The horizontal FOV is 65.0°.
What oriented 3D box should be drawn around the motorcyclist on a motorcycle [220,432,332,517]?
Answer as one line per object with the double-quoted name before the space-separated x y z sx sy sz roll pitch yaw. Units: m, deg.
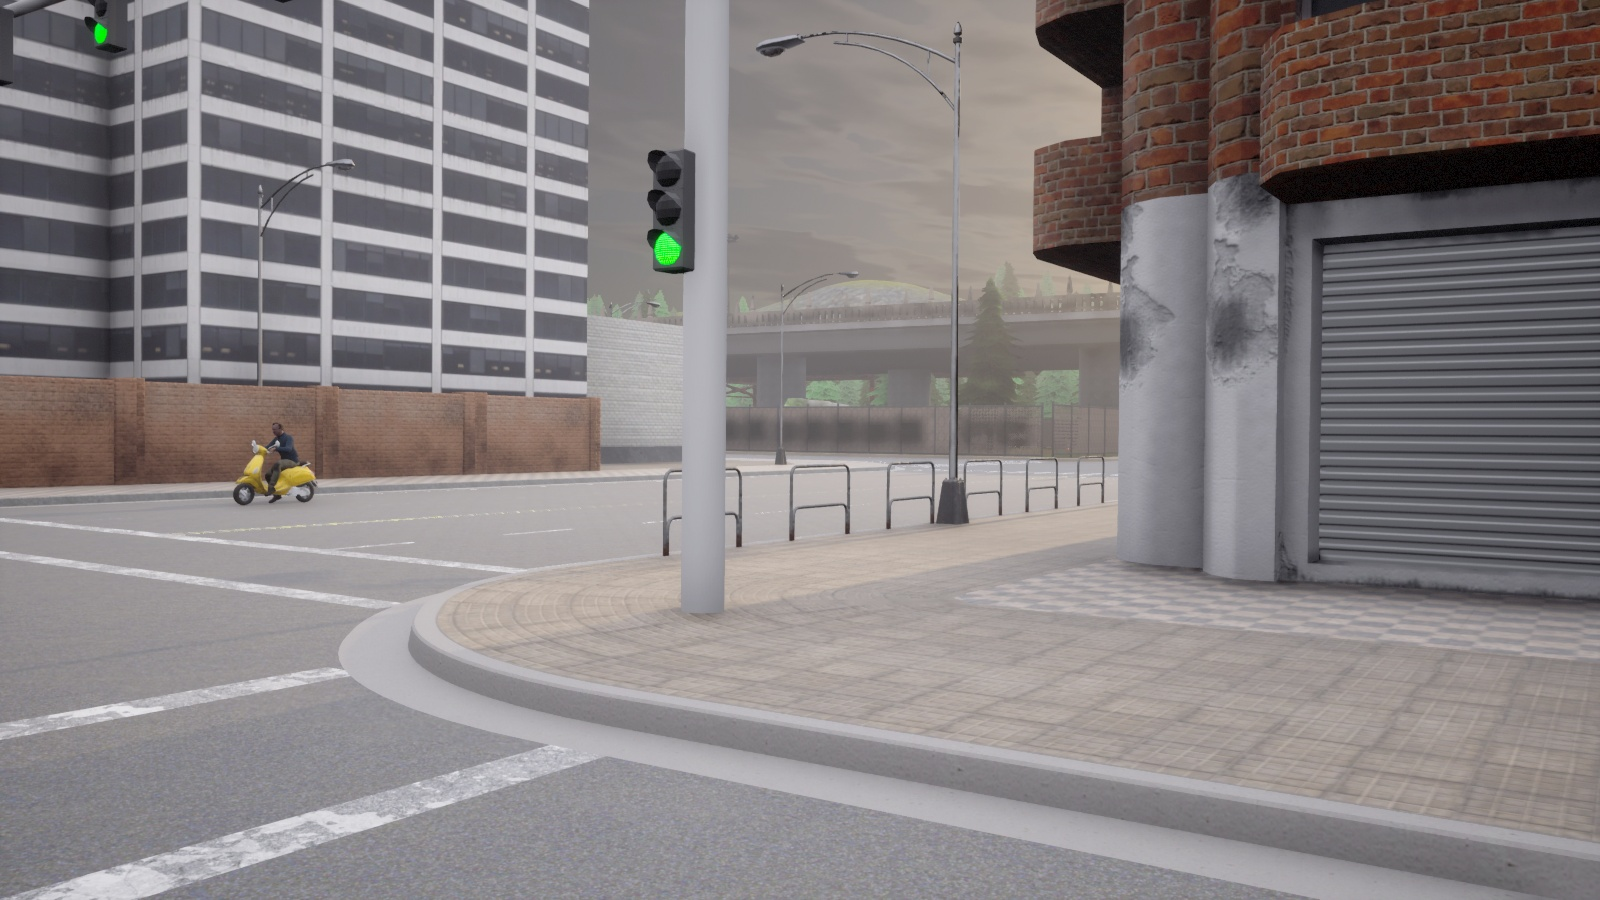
"motorcyclist on a motorcycle" -10.189 0.443 24.478 0.866 1.590 1.817 0 1 33
